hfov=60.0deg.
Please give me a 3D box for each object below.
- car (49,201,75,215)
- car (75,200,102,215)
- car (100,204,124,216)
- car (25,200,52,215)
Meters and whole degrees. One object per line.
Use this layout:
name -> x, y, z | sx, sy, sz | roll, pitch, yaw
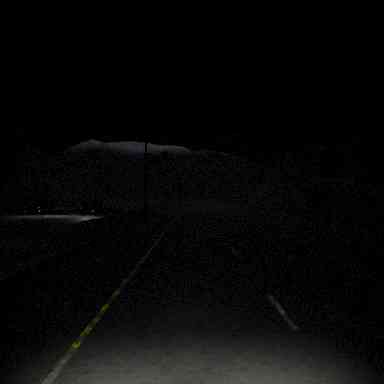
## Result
car -> -17.568, 2.420, 46.250 | 1.882, 1.535, 5.008 | 0, -2, 0
car -> -14.068, 2.180, 46.694 | 2.150, 2.045, 5.566 | 0, -2, 0
car -> -10.575, 2.514, 45.221 | 1.895, 1.301, 4.718 | 0, -2, 0
car -> -21.061, 2.174, 46.516 | 2.150, 2.045, 5.566 | 0, -2, 0
